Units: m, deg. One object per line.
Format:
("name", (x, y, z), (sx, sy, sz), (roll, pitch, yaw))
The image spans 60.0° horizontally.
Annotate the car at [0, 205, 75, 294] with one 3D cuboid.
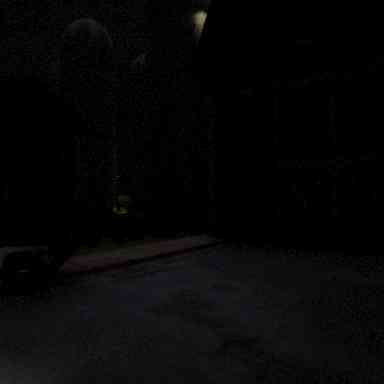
("car", (-4.972, 1.360, 8.248), (3.866, 1.878, 1.905), (-2, 5, -7))
